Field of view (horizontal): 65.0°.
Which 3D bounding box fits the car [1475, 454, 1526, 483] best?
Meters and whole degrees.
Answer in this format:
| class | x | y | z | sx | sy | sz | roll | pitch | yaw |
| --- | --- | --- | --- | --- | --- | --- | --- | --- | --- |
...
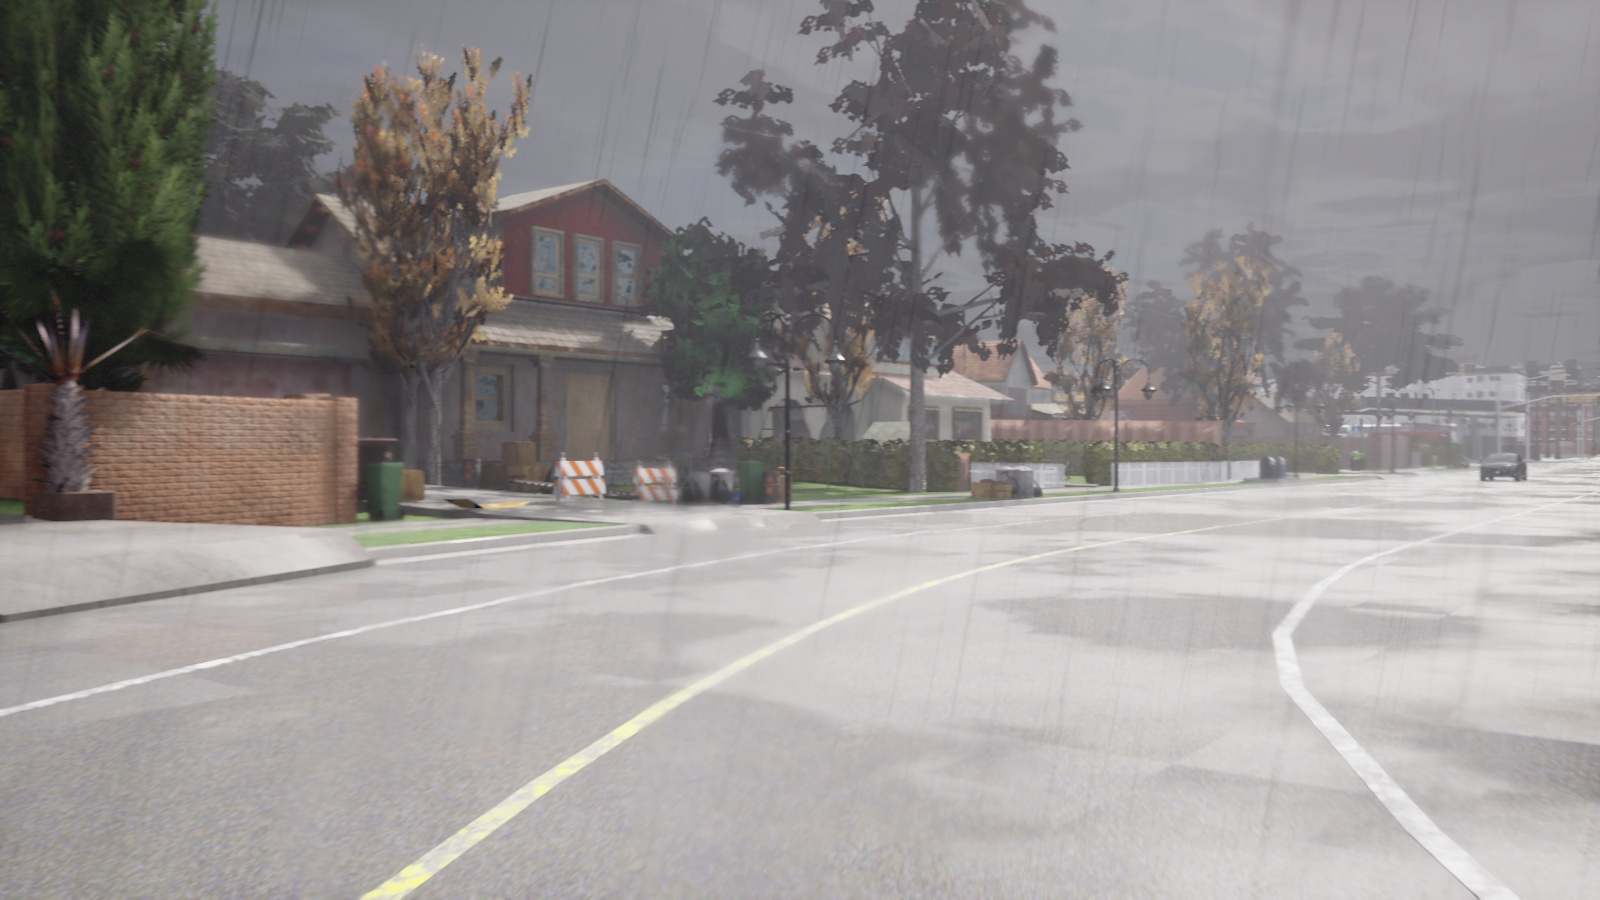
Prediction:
| class | x | y | z | sx | sy | sz | roll | pitch | yaw |
| --- | --- | --- | --- | --- | --- | --- | --- | --- | --- |
| car | 37.850 | 0.993 | 67.814 | 1.837 | 1.490 | 4.892 | 0 | 0 | 36 |
